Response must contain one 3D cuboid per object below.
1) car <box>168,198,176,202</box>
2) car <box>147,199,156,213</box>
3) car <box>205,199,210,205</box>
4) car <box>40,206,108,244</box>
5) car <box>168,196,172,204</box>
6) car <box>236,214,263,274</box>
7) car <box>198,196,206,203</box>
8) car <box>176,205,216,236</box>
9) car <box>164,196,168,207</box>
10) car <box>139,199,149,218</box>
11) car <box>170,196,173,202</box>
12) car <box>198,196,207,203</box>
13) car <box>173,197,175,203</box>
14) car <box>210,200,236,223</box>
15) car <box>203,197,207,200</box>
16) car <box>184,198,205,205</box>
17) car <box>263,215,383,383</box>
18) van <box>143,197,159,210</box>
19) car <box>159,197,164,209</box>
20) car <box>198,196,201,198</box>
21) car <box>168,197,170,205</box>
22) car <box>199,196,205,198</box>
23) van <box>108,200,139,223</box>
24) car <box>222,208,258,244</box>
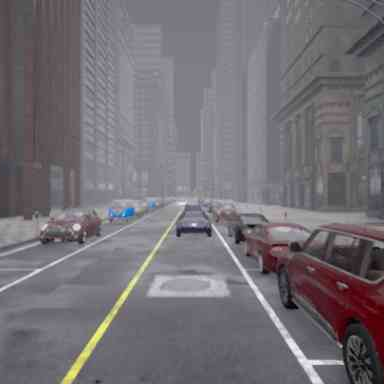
[{"bbox_3d":[-5.723,2.288,95.164,1.802,1.307,4.206,0,0,0],"label":"car"},{"bbox_3d":[-5.748,1.825,38.800,2.008,1.369,4.403,0,0,0],"label":"car"},{"bbox_3d":[2.777,1.840,38.803,1.947,1.339,4.313,0,0,0],"label":"car"},{"bbox_3d":[-5.758,1.554,16.255,1.967,1.590,4.097,0,0,0],"label":"car"},{"bbox_3d":[-5.735,2.049,66.982,1.947,1.339,4.313,0,0,0],"label":"car"},{"bbox_3d":[2.765,1.620,10.623,1.887,1.381,4.507,0,0,0],"label":"car"},{"bbox_3d":[2.801,2.022,95.165,2.192,1.841,5.009,0,0,0],"label":"car"},{"bbox_3d":[0.109,1.700,19.409,1.994,1.385,4.181,0,0,0],"label":"car"},{"bbox_3d":[-5.741,1.715,55.711,2.192,1.841,5.009,0,0,0],"label":"car"},{"bbox_3d":[-5.750,1.758,32.994,1.752,1.417,4.829,0,0,0],"label":"car"},{"bbox_3d":[-5.733,2.077,72.618,2.008,1.369,4.403,0,0,0],"label":"car"},{"bbox_3d":[2.798,1.975,89.529,2.192,1.841,5.009,0,0,0],"label":"car"},{"bbox_3d":[-5.730,2.152,78.255,1.802,1.307,4.206,0,0,0],"label":"car"},{"bbox_3d":[2.772,1.634,27.531,1.967,1.590,4.097,0,0,0],"label":"car"},{"bbox_3d":[2.785,1.982,55.711,1.802,1.307,4.206,0,0,0],"label":"car"},{"bbox_3d":[0.116,1.740,37.121,1.882,1.535,5.008,0,0,0],"label":"car"},{"bbox_3d":[2.761,1.351,4.988,2.192,1.841,5.009,0,0,0],"label":"car"},{"bbox_3d":[-5.746,1.657,44.438,1.690,1.788,3.998,0,0,0],"label":"van"},{"bbox_3d":[-5.743,1.798,50.073,1.967,1.590,4.097,0,0,0],"label":"car"},{"bbox_3d":[2.792,2.109,72.620,1.802,1.307,4.206,0,0,0],"label":"car"},{"bbox_3d":[-5.738,2.007,61.346,1.947,1.339,4.313,0,0,0],"label":"car"},{"bbox_3d":[2.790,2.066,66.984,1.802,1.307,4.206,0,0,0],"label":"car"},{"bbox_3d":[-5.754,1.534,27.529,1.690,1.788,3.998,0,0,0],"label":"van"},{"bbox_3d":[2.767,1.680,16.259,1.947,1.339,4.313,0,0,0],"label":"car"}]
